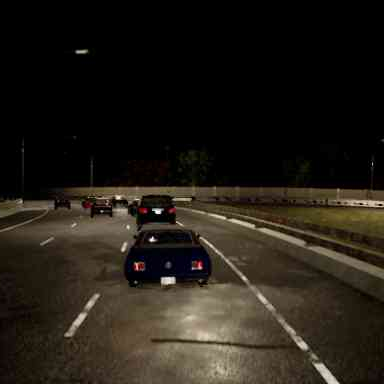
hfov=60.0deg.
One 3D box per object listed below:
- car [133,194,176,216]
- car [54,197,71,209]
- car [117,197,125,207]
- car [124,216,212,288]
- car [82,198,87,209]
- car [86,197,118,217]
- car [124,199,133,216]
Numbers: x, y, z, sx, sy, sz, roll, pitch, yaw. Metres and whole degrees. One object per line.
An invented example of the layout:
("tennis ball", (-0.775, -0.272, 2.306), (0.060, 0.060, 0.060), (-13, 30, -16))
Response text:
("car", (-2.315, 1.158, 20.419), (2.150, 2.045, 5.566), (0, 0, -11))
("car", (-16.808, 1.364, 42.993), (2.128, 1.511, 4.902), (0, 0, -24))
("car", (-9.908, 1.352, 44.719), (2.128, 1.511, 4.902), (0, 0, -23))
("car", (-0.693, 1.571, 9.208), (1.895, 1.301, 4.718), (0, 0, -5))
("car", (-13.321, 1.432, 43.763), (1.994, 1.385, 4.181), (0, 0, -24))
("car", (-8.156, 1.400, 29.948), (2.128, 1.511, 4.902), (0, 0, -17))
("car", (-4.849, 1.466, 30.984), (1.994, 1.385, 4.181), (0, 0, -16))
